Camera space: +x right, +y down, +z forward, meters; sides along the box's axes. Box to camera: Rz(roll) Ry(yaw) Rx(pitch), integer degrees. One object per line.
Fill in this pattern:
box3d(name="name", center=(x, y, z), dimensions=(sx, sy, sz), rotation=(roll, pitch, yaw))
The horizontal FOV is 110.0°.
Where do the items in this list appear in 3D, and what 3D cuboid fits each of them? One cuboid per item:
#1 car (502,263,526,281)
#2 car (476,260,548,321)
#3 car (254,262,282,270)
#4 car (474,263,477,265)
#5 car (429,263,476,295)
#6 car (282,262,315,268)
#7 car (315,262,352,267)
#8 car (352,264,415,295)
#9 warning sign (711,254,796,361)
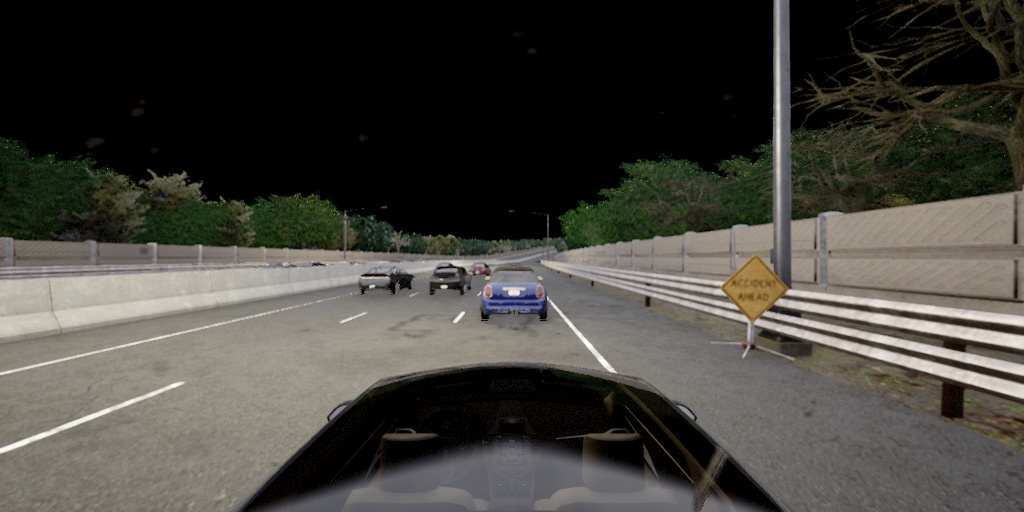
box3d(name="car", center=(0.188, 1.420, 32.744), dimensions=(2.033, 1.411, 5.357), rotation=(0, 0, 1))
box3d(name="car", center=(0.073, 1.152, 12.920), dimensions=(2.097, 1.767, 4.553), rotation=(0, 0, 0))
box3d(name="car", center=(-24.437, 1.368, 37.085), dimensions=(2.128, 1.511, 4.902), rotation=(0, 0, 1))
box3d(name="car", center=(-3.249, 1.411, 36.711), dimensions=(1.812, 1.442, 4.674), rotation=(0, 0, 1))
box3d(name="car", center=(-3.404, 1.331, 20.484), dimensions=(1.837, 1.490, 4.892), rotation=(0, -1, 0))
box3d(name="car", center=(-20.940, 1.383, 36.944), dimensions=(1.837, 1.490, 4.892), rotation=(0, 0, 1))
box3d(name="car", center=(-17.448, 1.355, 36.499), dimensions=(1.882, 1.535, 5.008), rotation=(0, 0, 1))
box3d(name="car", center=(-6.906, 1.319, 20.182), dimensions=(2.128, 1.511, 4.902), rotation=(0, 0, 0))
box3d(name="warning sign", center=(4.546, 0.891, 6.850), dimensions=(1.300, 1.860, 1.060), rotation=(0, 0, 0))
